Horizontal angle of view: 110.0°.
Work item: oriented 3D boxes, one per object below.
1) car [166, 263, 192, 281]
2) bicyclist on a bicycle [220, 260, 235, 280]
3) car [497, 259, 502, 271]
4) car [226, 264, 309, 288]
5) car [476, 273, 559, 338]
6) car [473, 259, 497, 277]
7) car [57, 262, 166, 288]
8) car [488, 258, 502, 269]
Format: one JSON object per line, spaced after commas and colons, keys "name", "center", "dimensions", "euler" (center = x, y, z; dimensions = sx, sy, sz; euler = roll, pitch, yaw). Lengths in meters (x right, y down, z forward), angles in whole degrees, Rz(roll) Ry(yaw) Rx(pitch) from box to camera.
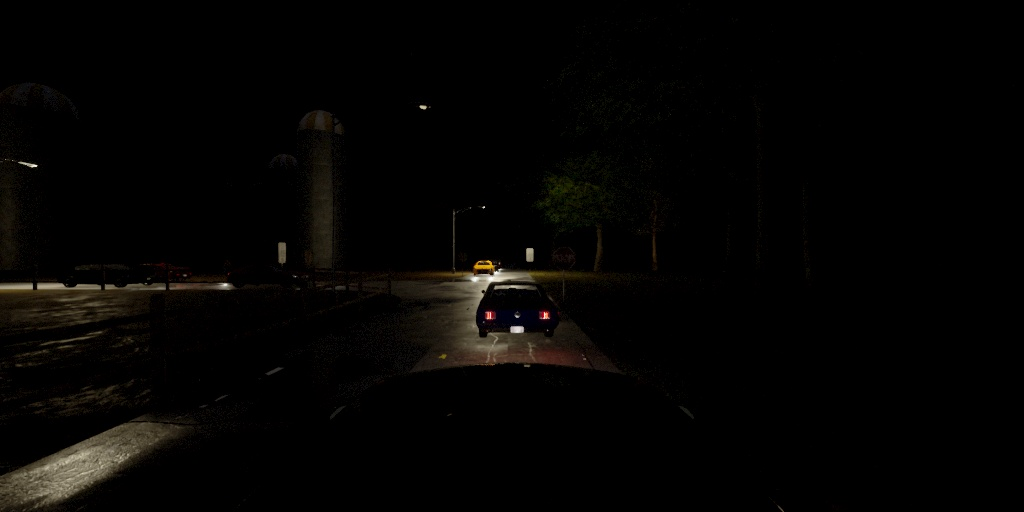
{"name": "car", "center": [-25.716, 1.202, 25.669], "dimensions": [4.674, 1.442, 1.812], "euler": [0, 0, 0]}
{"name": "bicyclist on a bicycle", "center": [-22.734, 1.135, 28.724], "dimensions": [0.582, 1.620, 1.656], "euler": [0, 0, 0]}
{"name": "car", "center": [-2.826, 1.310, 49.251], "dimensions": [2.128, 1.511, 4.902], "euler": [0, 0, 0]}
{"name": "car", "center": [-15.495, 1.240, 22.844], "dimensions": [4.674, 1.442, 1.812], "euler": [0, 0, -2]}
{"name": "car", "center": [0.060, 1.350, 10.201], "dimensions": [1.895, 1.301, 4.718], "euler": [0, 0, -2]}
{"name": "car", "center": [-2.841, 1.247, 36.727], "dimensions": [1.882, 1.535, 5.008], "euler": [0, 0, 0]}
{"name": "car", "center": [-25.541, 1.168, 22.726], "dimensions": [5.008, 1.535, 1.882], "euler": [0, 0, 0]}
{"name": "car", "center": [-2.794, 1.235, 60.331], "dimensions": [2.097, 1.767, 4.553], "euler": [0, 0, 0]}
